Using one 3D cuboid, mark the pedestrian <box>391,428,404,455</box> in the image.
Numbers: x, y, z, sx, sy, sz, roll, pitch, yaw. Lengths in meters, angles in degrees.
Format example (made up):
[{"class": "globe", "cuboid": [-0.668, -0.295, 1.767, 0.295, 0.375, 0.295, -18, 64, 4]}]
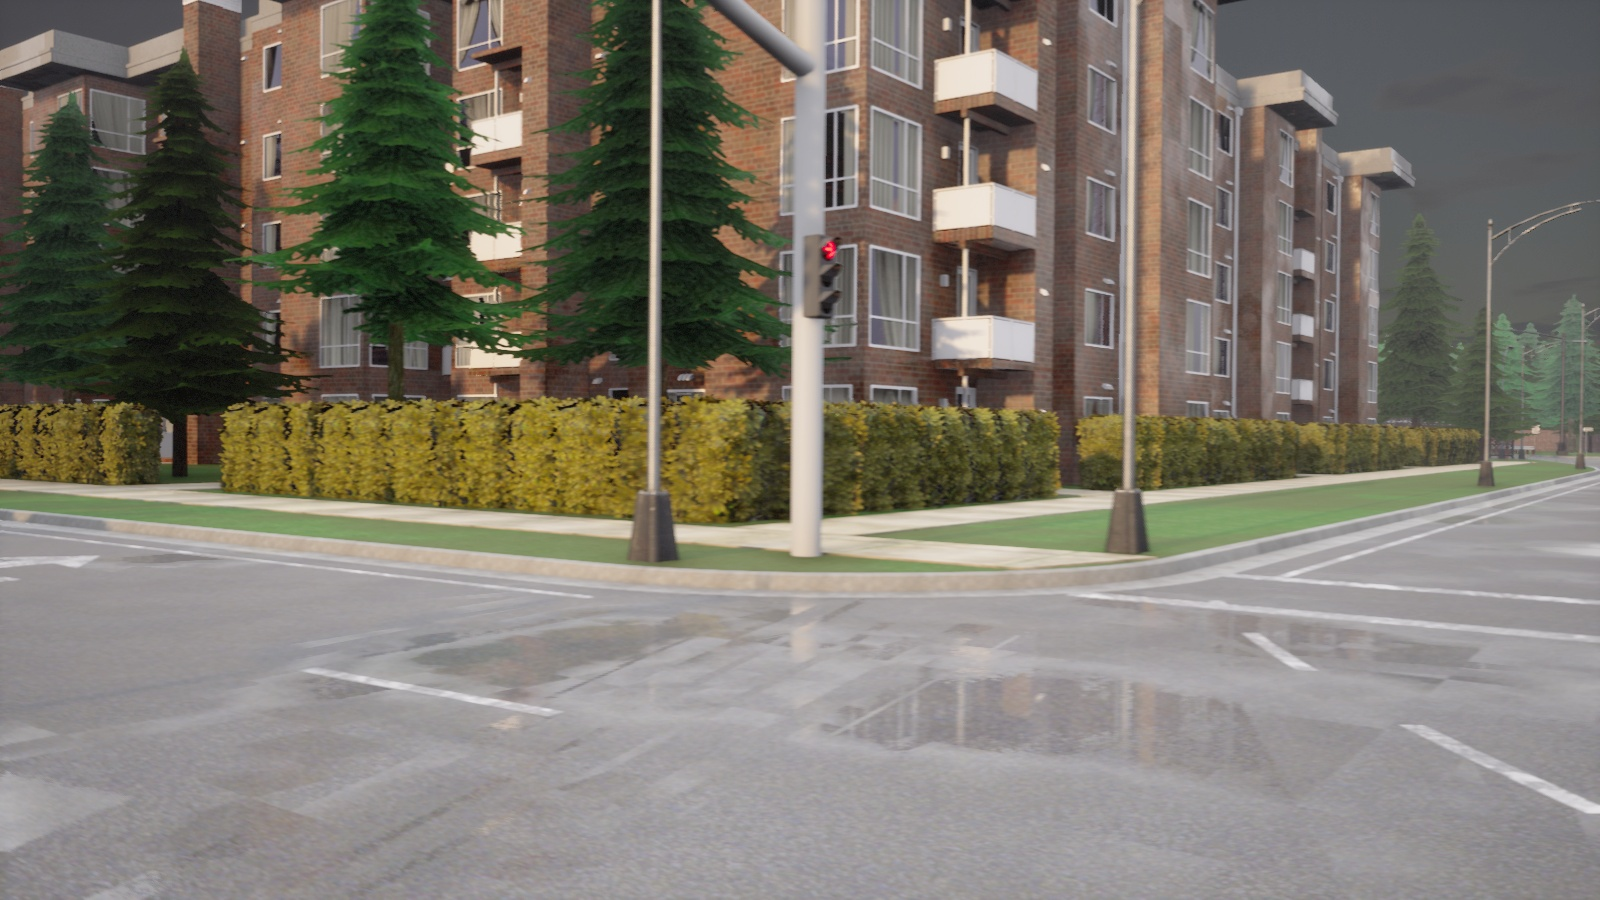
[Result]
[{"class": "pedestrian", "cuboid": [-29.352, -0.627, 91.531, 0.423, 1.949, 0.788, 0, 1, 40]}]
